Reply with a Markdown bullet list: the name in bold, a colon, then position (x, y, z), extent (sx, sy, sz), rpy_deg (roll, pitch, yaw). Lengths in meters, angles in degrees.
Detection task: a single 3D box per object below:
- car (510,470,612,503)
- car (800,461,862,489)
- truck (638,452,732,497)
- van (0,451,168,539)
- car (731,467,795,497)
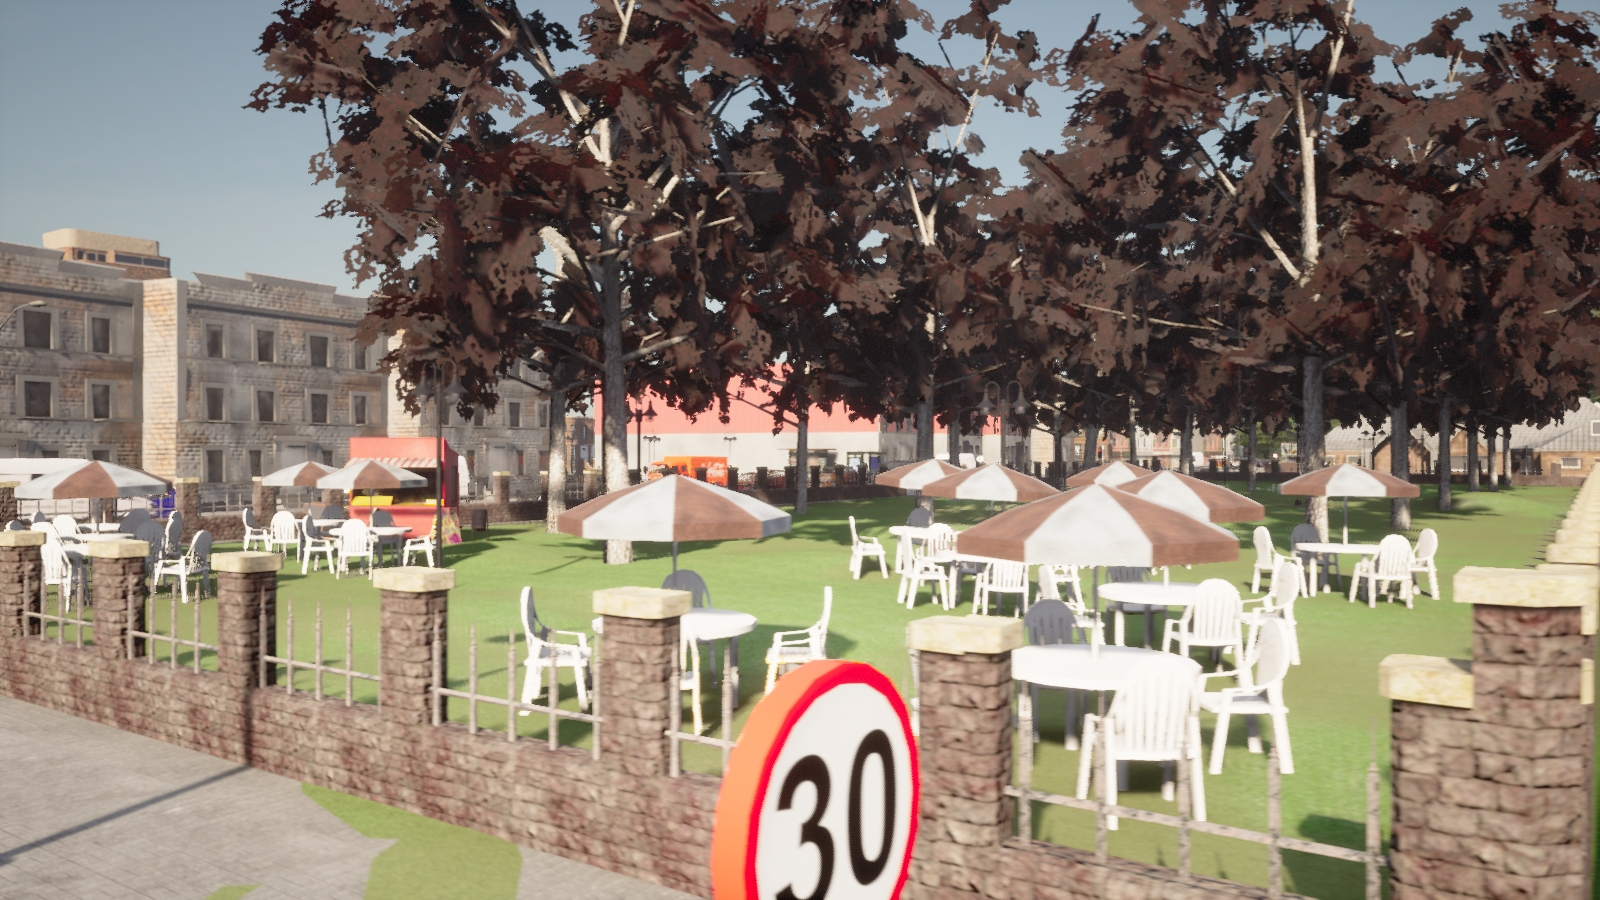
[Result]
- **car**: position (-12.088, 1.812, 58.076), extent (2.097, 1.535, 5.006), rpy_deg (0, 0, 35)
- **car**: position (2.197, 1.683, 78.538), extent (2.097, 1.767, 4.553), rpy_deg (0, 0, 35)
- **truck**: position (-6.576, 1.345, 65.953), extent (2.627, 2.467, 5.204), rpy_deg (0, 0, 35)
- **van**: position (-23.152, 1.312, 35.481), extent (1.988, 2.561, 5.915), rpy_deg (0, 0, 36)
- **car**: position (-2.106, 1.804, 65.359), extent (1.789, 1.549, 3.705), rpy_deg (0, 0, 35)
